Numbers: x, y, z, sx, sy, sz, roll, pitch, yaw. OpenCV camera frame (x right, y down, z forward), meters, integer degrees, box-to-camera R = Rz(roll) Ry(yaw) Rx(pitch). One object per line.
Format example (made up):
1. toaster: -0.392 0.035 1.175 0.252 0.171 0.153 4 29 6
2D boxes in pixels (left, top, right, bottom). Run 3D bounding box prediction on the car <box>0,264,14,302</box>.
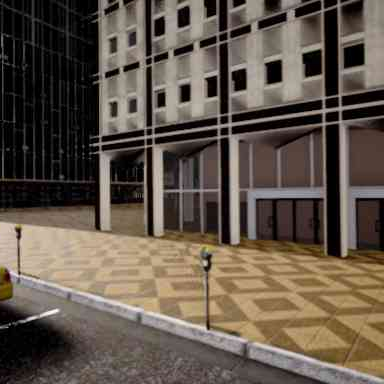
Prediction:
1. car: -5.502 1.489 6.814 4.829 1.417 1.752 0 -1 36
